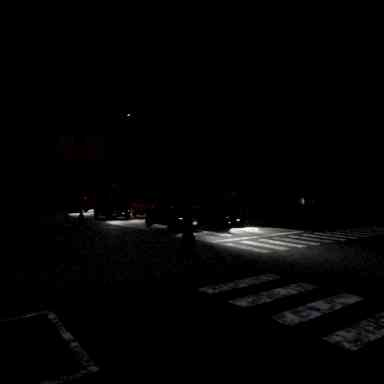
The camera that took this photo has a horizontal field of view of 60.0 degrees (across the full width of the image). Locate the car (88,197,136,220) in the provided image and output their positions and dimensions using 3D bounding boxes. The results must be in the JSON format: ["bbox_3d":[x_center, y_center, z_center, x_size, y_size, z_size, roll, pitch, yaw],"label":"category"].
[{"bbox_3d":[-6.868,1.468,28.295,1.837,1.490,4.892,0,0,-36],"label":"car"}]

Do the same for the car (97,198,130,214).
[{"bbox_3d":[-8.671,1.473,36.396,1.812,1.442,4.674,0,0,-36],"label":"car"}]

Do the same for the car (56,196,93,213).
[{"bbox_3d":[-13.120,1.494,37.003,2.033,1.411,5.357,0,0,-36],"label":"car"}]

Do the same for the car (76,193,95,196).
[{"bbox_3d":[-17.646,1.135,54.799,2.150,2.045,5.566,0,0,-36],"label":"car"}]

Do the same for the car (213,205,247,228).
[{"bbox_3d":[1.666,1.538,21.973,1.994,1.385,4.181,0,0,-36],"label":"car"}]

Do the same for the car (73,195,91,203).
[{"bbox_3d":[-21.979,1.367,66.414,1.882,1.535,5.008,0,0,-36],"label":"car"}]

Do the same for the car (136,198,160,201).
[{"bbox_3d":[-3.543,1.313,29.235,2.097,1.767,4.553,0,0,-36],"label":"car"}]

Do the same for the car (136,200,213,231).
[{"bbox_3d":[-1.242,1.470,20.455,2.128,1.511,4.902,0,0,-36],"label":"car"}]

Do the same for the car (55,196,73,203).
[{"bbox_3d":[-25.030,1.439,65.087,2.033,1.411,5.357,0,0,-36],"label":"car"}]
